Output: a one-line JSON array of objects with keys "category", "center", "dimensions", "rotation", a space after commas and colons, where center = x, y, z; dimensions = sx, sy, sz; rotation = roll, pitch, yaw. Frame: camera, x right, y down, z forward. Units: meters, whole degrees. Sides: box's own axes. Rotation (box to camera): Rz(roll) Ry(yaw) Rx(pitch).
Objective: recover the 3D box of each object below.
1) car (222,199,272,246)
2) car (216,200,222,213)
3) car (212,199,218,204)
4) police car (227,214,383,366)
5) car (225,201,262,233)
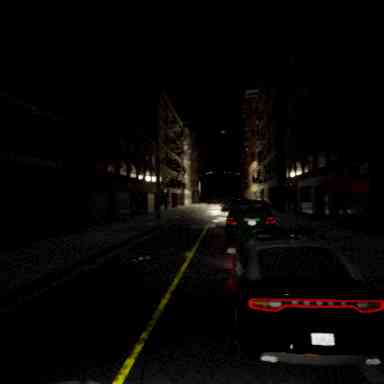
[{"category": "car", "center": [2.699, 1.377, 16.180], "dimensions": [2.150, 2.045, 5.566], "rotation": [-1, -1, 6]}, {"category": "car", "center": [4.641, 2.028, 44.477], "dimensions": [2.033, 1.411, 5.357], "rotation": [-1, -1, 6]}, {"category": "car", "center": [6.569, 2.590, 94.364], "dimensions": [1.882, 1.535, 5.008], "rotation": [-1, -1, 6]}, {"category": "police car", "center": [1.720, 1.472, 6.306], "dimensions": [1.930, 1.638, 5.238], "rotation": [-1, -1, 6]}, {"category": "car", "center": [3.289, 1.567, 22.088], "dimensions": [2.097, 1.767, 4.553], "rotation": [-1, -1, 6]}]
